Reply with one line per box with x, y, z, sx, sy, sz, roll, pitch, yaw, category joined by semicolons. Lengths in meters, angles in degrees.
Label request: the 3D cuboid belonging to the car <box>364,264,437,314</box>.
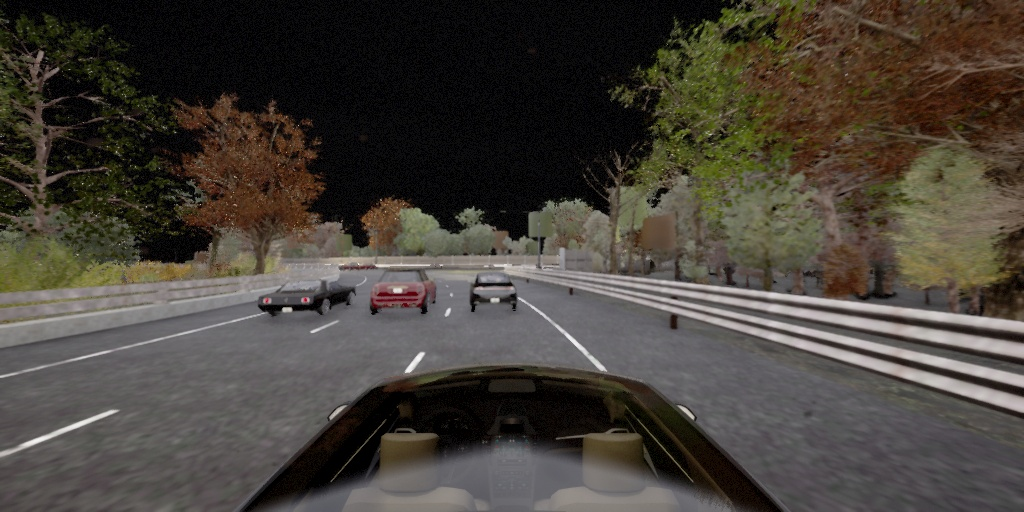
-4.384;1.304;15.092;2.097;1.767;4.553;0;-1;-7;car

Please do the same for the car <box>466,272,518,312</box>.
-0.895;1.435;15.464;2.128;1.511;4.902;0;-1;-7;car

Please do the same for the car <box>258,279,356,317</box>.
-7.796;1.556;14.260;1.895;1.301;4.718;0;-1;-7;car
